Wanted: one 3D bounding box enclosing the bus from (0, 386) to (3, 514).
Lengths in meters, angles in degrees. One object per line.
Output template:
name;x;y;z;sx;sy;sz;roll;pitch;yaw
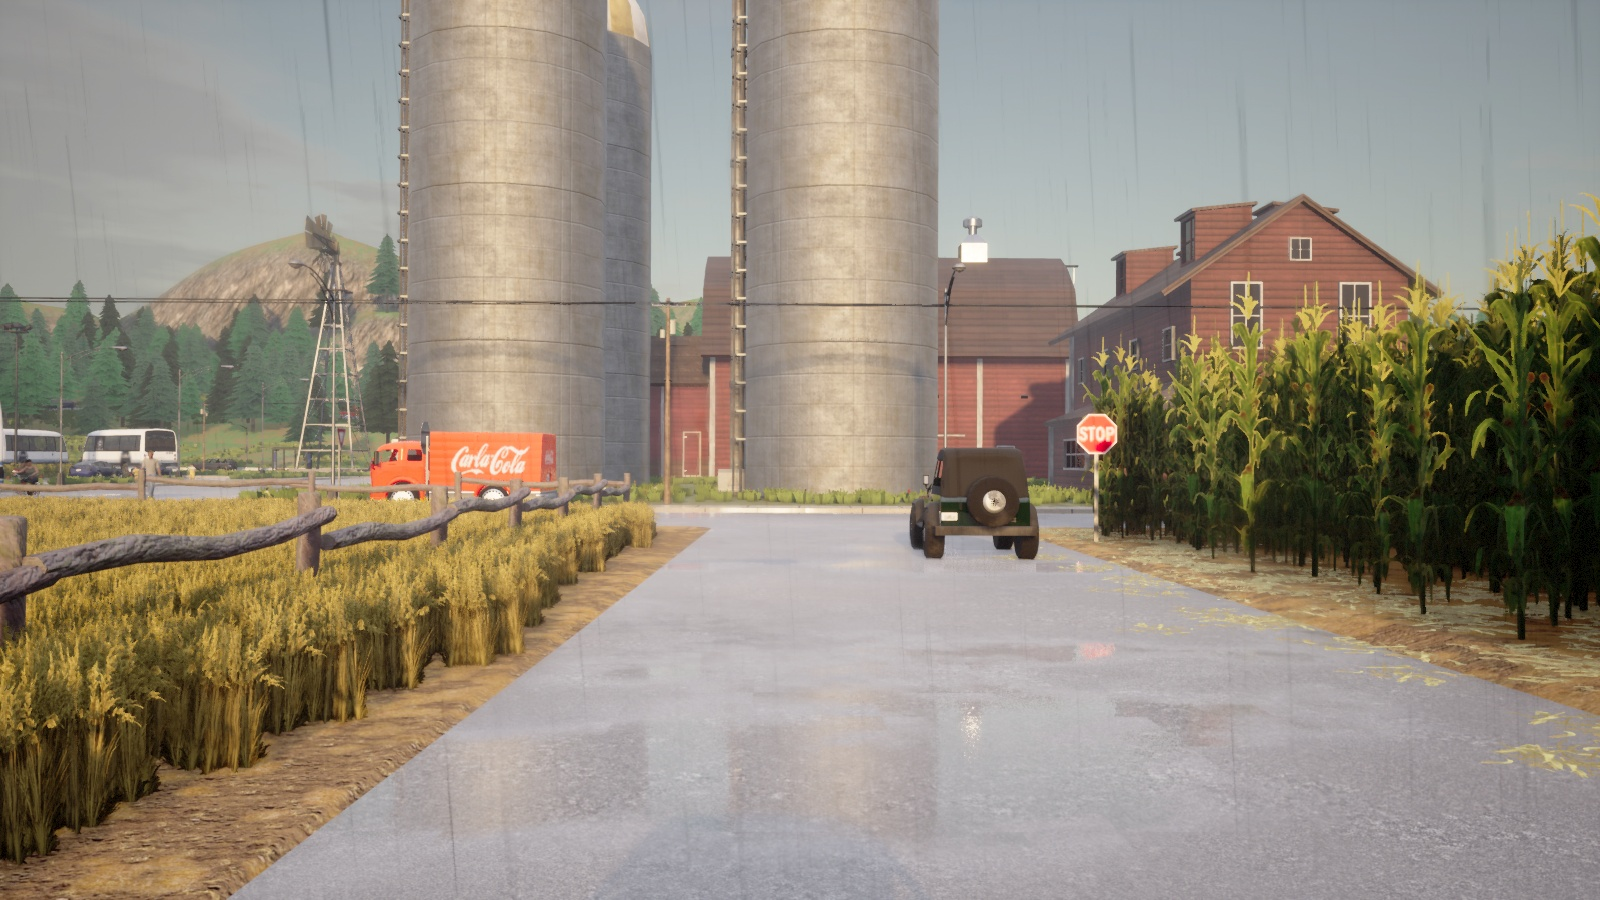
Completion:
bus;-30.943;-0.014;38.534;3.944;4.253;10.273;-1;-1;31

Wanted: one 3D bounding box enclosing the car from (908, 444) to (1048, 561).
car;3.037;0.871;22.190;1.905;1.878;3.866;0;-1;0

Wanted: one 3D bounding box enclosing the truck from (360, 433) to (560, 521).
truck;-9.943;0.779;37.099;5.204;2.467;2.627;0;-1;1

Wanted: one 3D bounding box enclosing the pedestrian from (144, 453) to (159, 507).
pedestrian;-22.511;1.031;43.569;0.354;1.836;0.706;0;-1;-18
